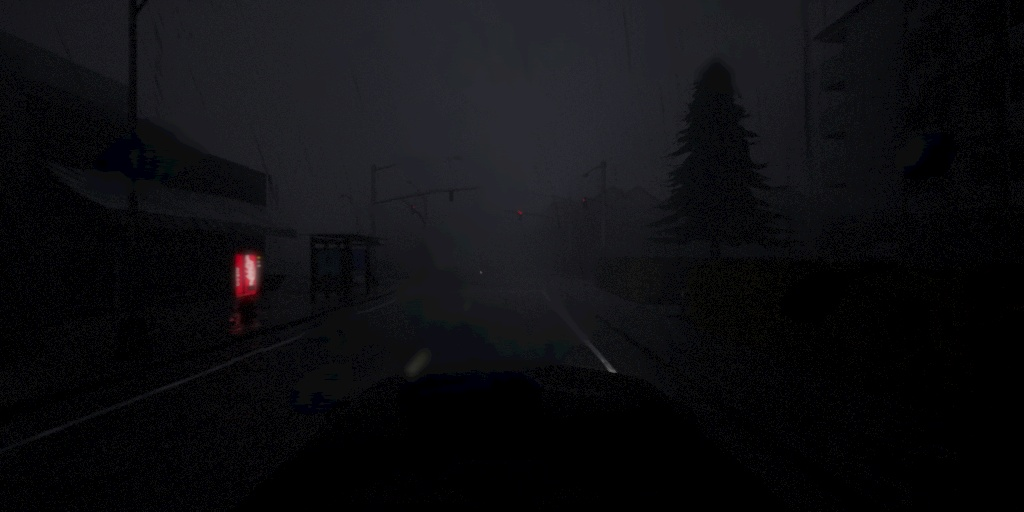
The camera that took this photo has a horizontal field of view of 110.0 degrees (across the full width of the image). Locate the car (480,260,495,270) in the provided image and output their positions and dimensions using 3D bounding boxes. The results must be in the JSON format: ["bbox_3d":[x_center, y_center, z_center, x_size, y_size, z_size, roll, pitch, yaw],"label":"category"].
[{"bbox_3d":[-3.490,1.267,51.440,1.882,1.535,5.008,0,1,0],"label":"car"}]
